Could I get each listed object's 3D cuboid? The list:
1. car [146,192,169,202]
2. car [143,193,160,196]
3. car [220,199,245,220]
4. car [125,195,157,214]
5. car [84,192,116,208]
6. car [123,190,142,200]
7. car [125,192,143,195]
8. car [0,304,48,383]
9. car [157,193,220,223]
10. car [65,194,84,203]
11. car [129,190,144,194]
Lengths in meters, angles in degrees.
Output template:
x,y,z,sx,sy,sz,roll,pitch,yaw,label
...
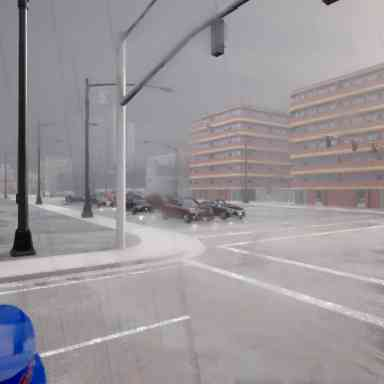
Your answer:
x,y,z,sx,sy,sz,roll,pitch,yaw,label
-6.008,0.871,57.733,1.837,1.490,4.892,0,1,-34,car
-2.789,1.092,34.216,2.097,1.767,4.553,0,1,-34,car
2.214,1.357,26.871,2.128,1.511,4.902,0,1,-35,car
-5.210,1.317,31.554,1.994,1.385,4.181,0,1,-34,car
-10.906,1.069,39.911,2.128,1.511,4.902,0,1,-34,car
-11.870,0.556,66.323,2.097,1.767,4.553,0,1,-34,car
-8.412,1.129,42.466,1.994,1.385,4.181,0,1,-34,car
-3.408,1.477,1.563,5.008,1.535,1.882,0,0,-35,car
-0.351,1.227,24.425,2.097,1.767,4.553,0,1,-34,car
-17.415,0.973,49.523,1.895,1.301,4.718,0,1,-34,car
-8.899,0.858,55.760,2.128,1.511,4.902,0,1,-34,car
